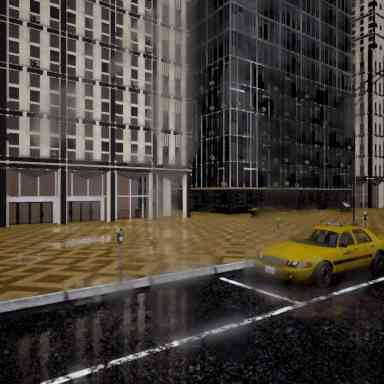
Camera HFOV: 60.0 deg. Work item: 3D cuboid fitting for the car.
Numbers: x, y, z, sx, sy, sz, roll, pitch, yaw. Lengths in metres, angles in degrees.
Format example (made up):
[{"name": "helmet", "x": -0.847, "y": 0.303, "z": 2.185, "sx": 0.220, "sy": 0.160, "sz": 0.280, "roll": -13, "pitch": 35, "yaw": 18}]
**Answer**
[{"name": "car", "x": 3.808, "y": 1.526, "z": 9.264, "sx": 4.829, "sy": 1.417, "sz": 1.752, "roll": 0, "pitch": 0, "yaw": -35}]
